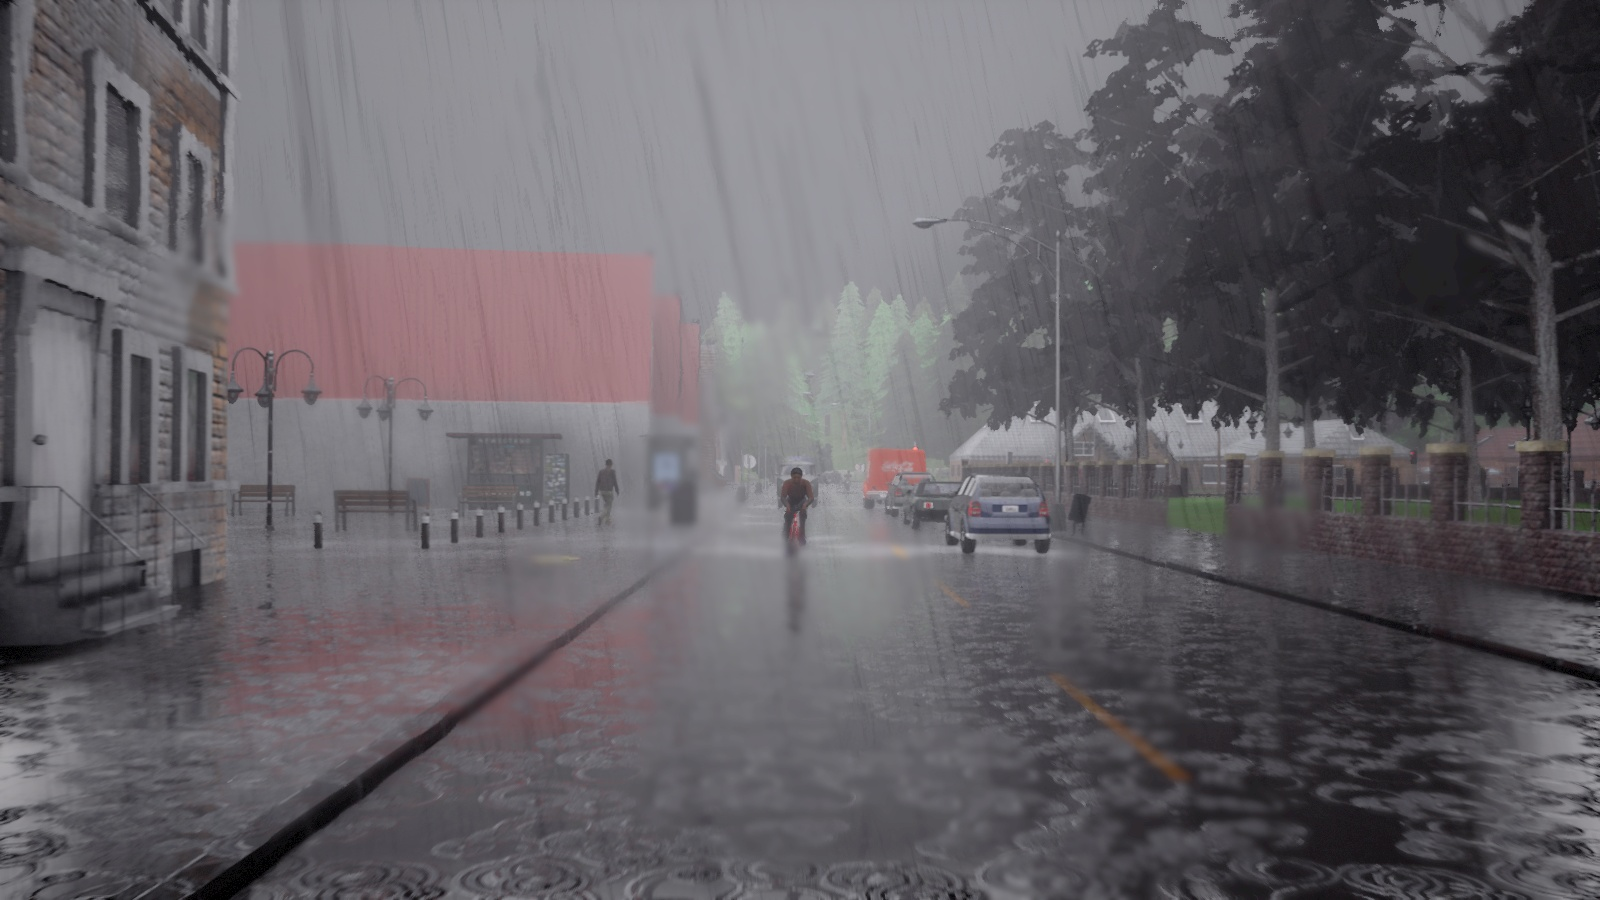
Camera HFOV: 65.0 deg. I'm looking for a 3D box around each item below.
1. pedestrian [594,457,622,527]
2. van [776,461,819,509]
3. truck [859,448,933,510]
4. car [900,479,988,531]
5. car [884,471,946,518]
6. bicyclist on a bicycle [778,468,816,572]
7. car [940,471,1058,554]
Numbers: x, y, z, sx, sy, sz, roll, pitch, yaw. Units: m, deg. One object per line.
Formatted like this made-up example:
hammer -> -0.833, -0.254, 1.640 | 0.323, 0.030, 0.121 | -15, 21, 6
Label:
pedestrian -> -5.099, 1.104, 33.394 | 0.431, 1.840, 0.703 | -1, -1, 25
van -> -0.088, 1.475, 54.172 | 1.775, 1.987, 4.442 | 0, -1, 0
truck -> 3.914, 1.187, 52.226 | 2.627, 2.467, 5.204 | 0, -1, 0
car -> 3.934, 1.484, 34.935 | 1.895, 1.301, 4.718 | 0, -1, 0
car -> 3.925, 1.505, 43.460 | 1.789, 1.549, 3.705 | 0, -1, 0
bicyclist on a bicycle -> -0.049, 1.111, 20.510 | 0.582, 1.620, 1.656 | 0, -1, 0
car -> 3.943, 1.202, 25.376 | 1.789, 1.549, 3.705 | 0, -1, 0
